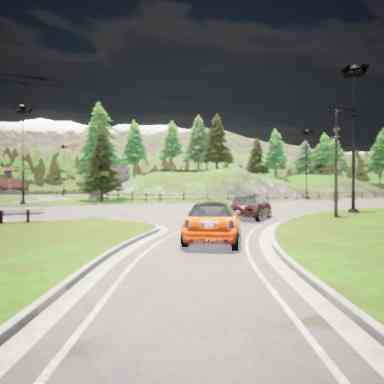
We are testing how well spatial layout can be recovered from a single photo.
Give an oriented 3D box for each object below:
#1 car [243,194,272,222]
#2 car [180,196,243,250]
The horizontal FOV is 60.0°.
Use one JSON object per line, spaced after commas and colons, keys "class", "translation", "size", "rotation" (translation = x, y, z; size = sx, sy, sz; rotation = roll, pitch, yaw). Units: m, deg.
{"class": "car", "translation": [4.142, 1.001, 23.242], "size": [2.097, 1.767, 4.553], "rotation": [0, 1, 26]}
{"class": "car", "translation": [0.894, 1.147, 13.603], "size": [2.097, 1.767, 4.553], "rotation": [0, 1, 8]}
